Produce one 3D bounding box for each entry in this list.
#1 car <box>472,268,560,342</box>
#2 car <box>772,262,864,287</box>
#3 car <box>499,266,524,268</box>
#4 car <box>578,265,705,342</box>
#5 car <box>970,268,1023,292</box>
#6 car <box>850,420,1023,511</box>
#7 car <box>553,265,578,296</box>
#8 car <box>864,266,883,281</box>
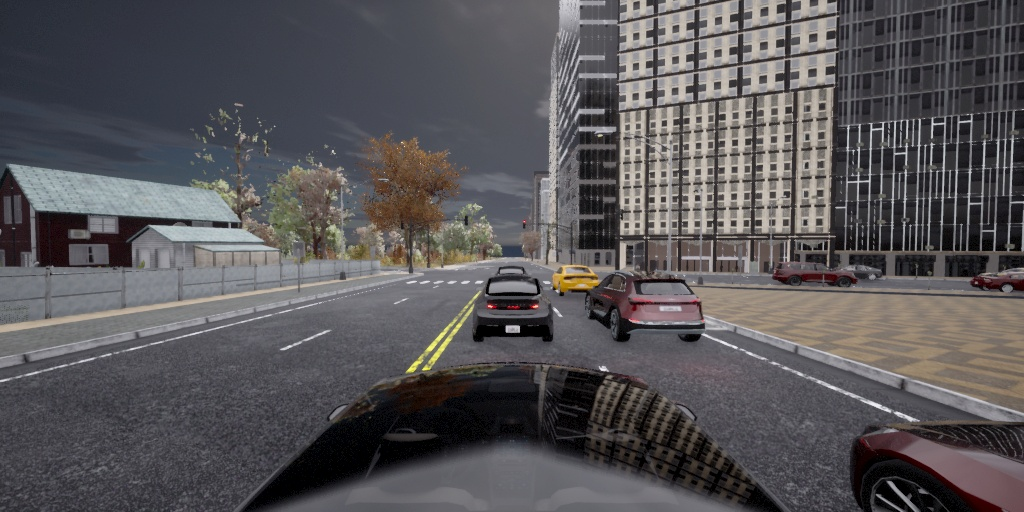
[{"bbox_3d":[0.031,1.252,9.774,1.837,1.490,4.892,0,0,0],"label":"car"},{"bbox_3d":[22.968,1.393,27.477,5.009,1.841,2.192,0,0,20],"label":"car"},{"bbox_3d":[-0.029,1.251,18.441,1.837,1.490,4.892,0,0,0],"label":"car"},{"bbox_3d":[3.335,1.177,9.790,2.033,1.649,4.856,0,0,0],"label":"car"},{"bbox_3d":[33.621,1.715,23.598,4.507,1.381,1.888,0,0,20],"label":"car"},{"bbox_3d":[3.352,1.254,0.529,2.163,1.488,4.792,0,0,0],"label":"car"},{"bbox_3d":[3.285,1.224,19.253,1.882,1.535,5.008,0,0,0],"label":"car"},{"bbox_3d":[30.991,1.468,32.940,4.403,1.370,2.007,0,0,20],"label":"car"}]
